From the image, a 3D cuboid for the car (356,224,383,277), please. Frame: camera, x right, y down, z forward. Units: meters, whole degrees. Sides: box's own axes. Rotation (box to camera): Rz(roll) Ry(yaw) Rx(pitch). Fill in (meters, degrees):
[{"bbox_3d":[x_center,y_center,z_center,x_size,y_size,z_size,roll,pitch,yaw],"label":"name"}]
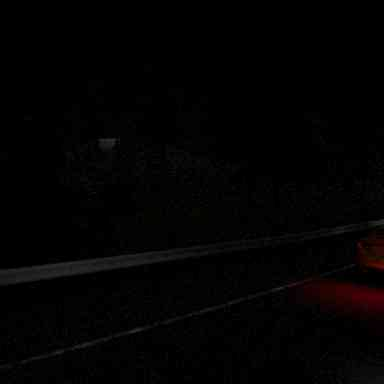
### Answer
[{"bbox_3d":[6.327,1.453,9.081,5.008,1.535,1.882,0,0,-41],"label":"car"}]
